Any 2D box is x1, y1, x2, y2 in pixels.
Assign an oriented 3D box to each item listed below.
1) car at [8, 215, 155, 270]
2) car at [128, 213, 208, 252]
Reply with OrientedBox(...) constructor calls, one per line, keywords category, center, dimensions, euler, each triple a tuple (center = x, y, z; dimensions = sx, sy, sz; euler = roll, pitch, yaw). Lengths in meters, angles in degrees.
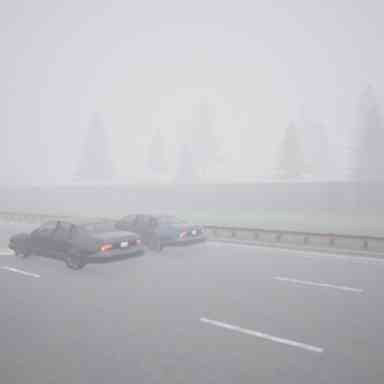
OrientedBox(category="car", center=(-4.001, 1.576, 11.117), dimensions=(5.357, 1.411, 2.033), euler=(0, 0, 36))
OrientedBox(category="car", center=(-1.960, 1.576, 13.961), dimensions=(5.357, 1.411, 2.033), euler=(0, 0, 36))
